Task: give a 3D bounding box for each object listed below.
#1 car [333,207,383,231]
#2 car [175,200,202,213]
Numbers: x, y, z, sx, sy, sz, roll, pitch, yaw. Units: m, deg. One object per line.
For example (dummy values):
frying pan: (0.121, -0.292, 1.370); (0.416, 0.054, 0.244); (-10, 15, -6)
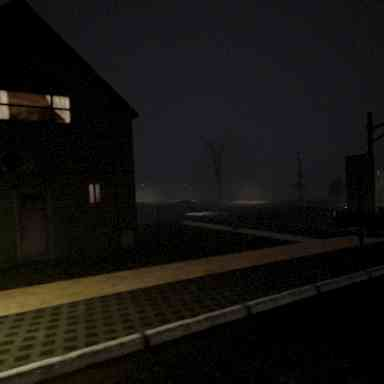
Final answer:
car: (10.995, 1.565, 20.773); (1.994, 1.385, 4.181); (-4, 2, -30)
car: (-0.557, 1.752, 40.997); (1.837, 1.490, 4.892); (-4, 2, -30)
